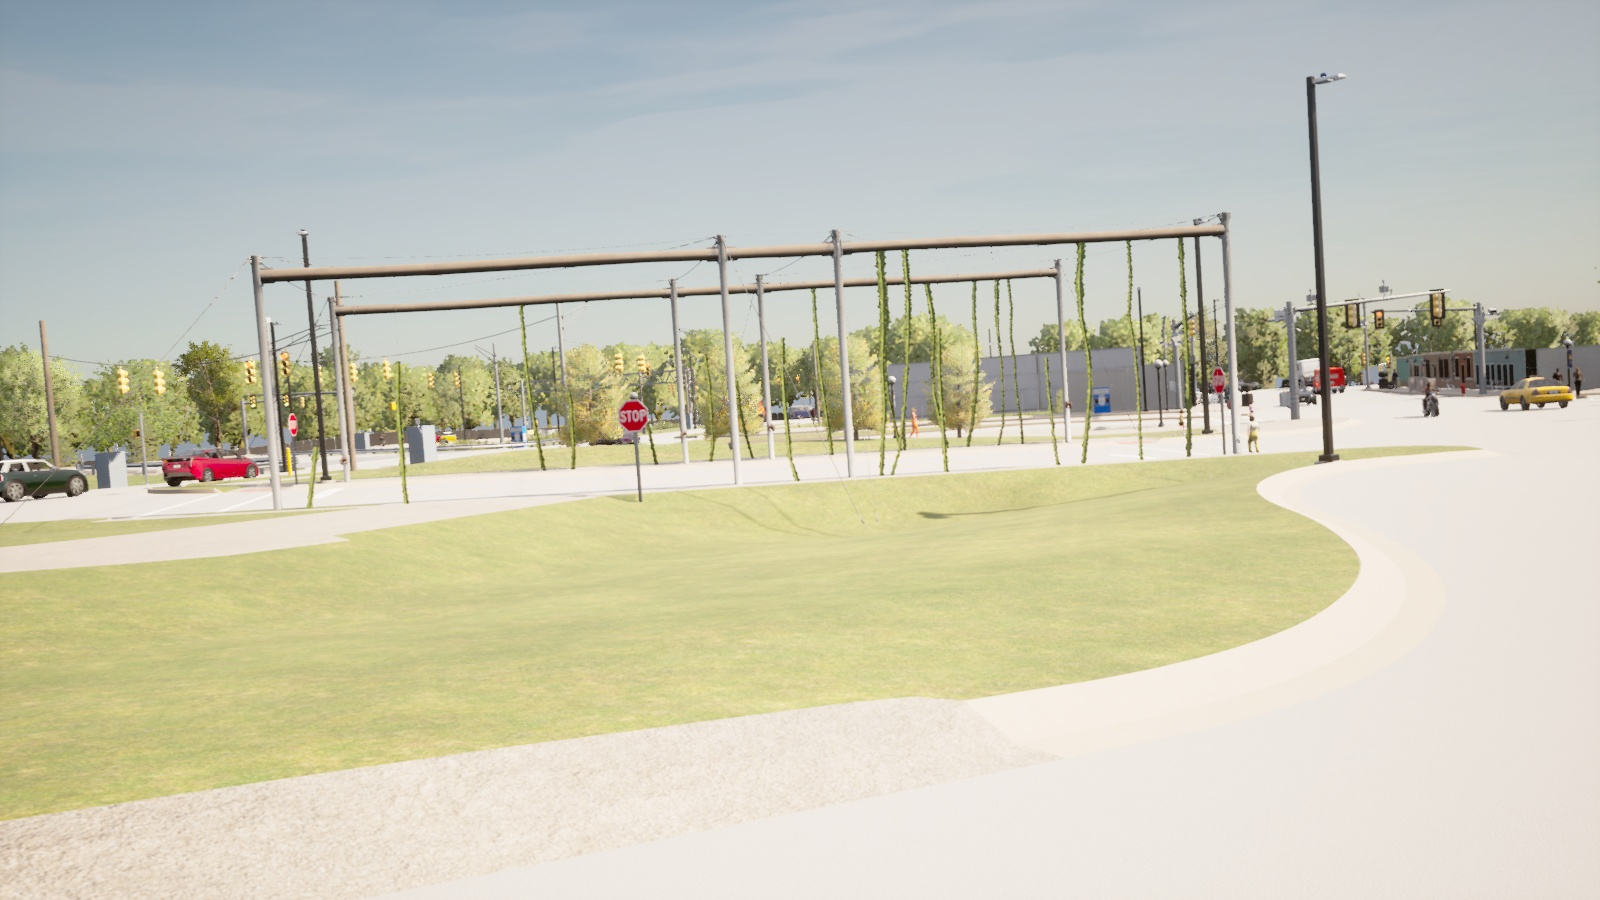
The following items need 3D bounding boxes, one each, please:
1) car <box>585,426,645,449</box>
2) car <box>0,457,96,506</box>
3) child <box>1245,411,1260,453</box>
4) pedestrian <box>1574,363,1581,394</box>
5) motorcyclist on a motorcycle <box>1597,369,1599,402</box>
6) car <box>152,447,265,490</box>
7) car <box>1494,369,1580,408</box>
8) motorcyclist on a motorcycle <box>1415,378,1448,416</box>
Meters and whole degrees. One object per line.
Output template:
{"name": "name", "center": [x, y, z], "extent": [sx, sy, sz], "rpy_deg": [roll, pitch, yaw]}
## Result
{"name": "car", "center": [-12.677, -0.847, 86.012], "extent": [4.193, 1.474, 1.816], "rpy_deg": [0, 5, 44]}
{"name": "car", "center": [-27.578, 1.143, 44.896], "extent": [1.970, 1.475, 3.806], "rpy_deg": [-3, 1, 16]}
{"name": "child", "center": [13.919, -0.554, 38.618], "extent": [0.270, 1.263, 0.437], "rpy_deg": [-4, 3, 5]}
{"name": "pedestrian", "center": [46.565, -4.272, 75.206], "extent": [0.331, 1.846, 0.634], "rpy_deg": [-2, 3, 32]}
{"name": "motorcyclist on a motorcycle", "center": [37.805, -3.033, 58.221], "extent": [0.797, 1.523, 2.044], "rpy_deg": [-4, 1, 15]}
{"name": "car", "center": [-25.409, 0.779, 54.150], "extent": [2.007, 1.525, 4.514], "rpy_deg": [-4, 1, 12]}
{"name": "car", "center": [34.006, -2.819, 58.112], "extent": [1.801, 1.575, 5.366], "rpy_deg": [-4, 1, 13]}
{"name": "motorcyclist on a motorcycle", "center": [28.445, -2.389, 56.635], "extent": [0.766, 1.649, 2.350], "rpy_deg": [-4, 2, 14]}
